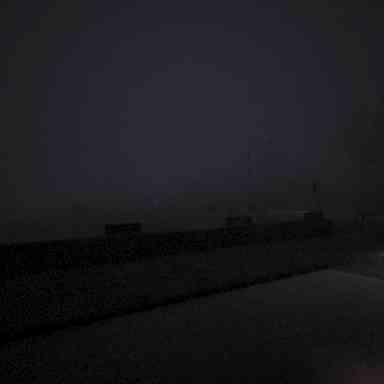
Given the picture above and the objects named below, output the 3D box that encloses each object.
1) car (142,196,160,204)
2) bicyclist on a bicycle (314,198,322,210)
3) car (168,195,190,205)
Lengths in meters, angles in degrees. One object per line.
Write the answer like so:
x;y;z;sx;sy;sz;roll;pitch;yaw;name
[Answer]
-8.129;1.478;65.481;1.882;1.535;5.008;0;0;-35;car
15.231;1.349;40.125;1.656;1.620;0.582;0;0;-35;bicyclist on a bicycle
-2.258;1.352;57.328;2.097;1.767;4.553;0;0;-35;car
